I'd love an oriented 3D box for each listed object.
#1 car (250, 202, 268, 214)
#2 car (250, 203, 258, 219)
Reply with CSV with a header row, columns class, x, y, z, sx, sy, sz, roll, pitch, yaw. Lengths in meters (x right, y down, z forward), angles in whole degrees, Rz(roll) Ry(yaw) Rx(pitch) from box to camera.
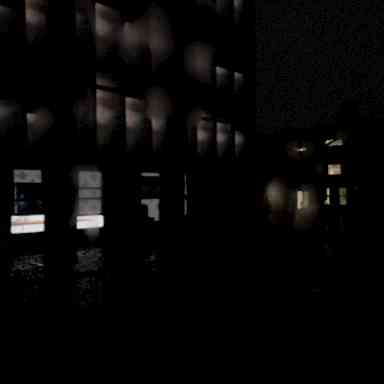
class,x,y,z,sx,sy,sz,roll,pitch,yaw
car,6.985,1.885,39.358,2.008,1.369,4.403,-2,0,-37
car,3.364,1.910,29.763,1.947,1.339,4.313,-2,0,-37
